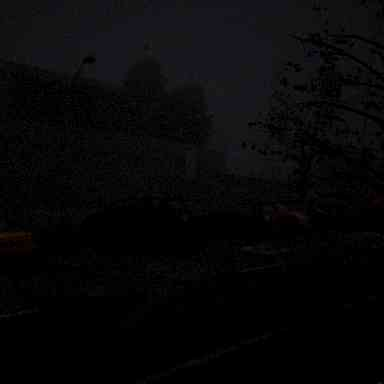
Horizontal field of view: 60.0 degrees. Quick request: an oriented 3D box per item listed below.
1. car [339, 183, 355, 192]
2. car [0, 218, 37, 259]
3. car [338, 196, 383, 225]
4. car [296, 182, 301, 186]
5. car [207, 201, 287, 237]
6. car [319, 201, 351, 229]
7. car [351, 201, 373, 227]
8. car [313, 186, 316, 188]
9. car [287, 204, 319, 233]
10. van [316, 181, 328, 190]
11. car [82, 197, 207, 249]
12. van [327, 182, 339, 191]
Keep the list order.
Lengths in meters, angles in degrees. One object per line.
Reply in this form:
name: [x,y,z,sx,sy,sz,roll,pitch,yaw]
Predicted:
car: [35.034,-0.766,73.947,2.231,1.521,4.892,7,3,35]
car: [-7.471,1.491,11.418,5.366,1.575,1.946,-1,-1,35]
car: [12.213,1.306,25.259,5.566,2.045,2.435,-1,-1,35]
car: [28.145,-1.817,83.836,2.002,1.452,4.674,7,3,35]
car: [2.484,1.380,18.260,4.553,1.767,2.185,-1,-1,35]
car: [7.346,1.530,21.768,4.892,1.521,2.231,-1,-1,35]
car: [9.767,1.572,23.514,4.792,1.488,2.163,-1,-1,35]
car: [29.975,-1.585,81.515,1.946,1.575,5.366,7,3,35]
car: [4.880,1.391,20.043,4.553,1.767,2.185,-1,-1,35]
van: [31.549,-1.538,78.783,1.878,1.987,4.442,7,3,35]
car: [-2.457,1.243,14.810,5.566,2.045,2.435,-1,-1,35]
van: [33.276,-1.265,76.311,1.878,1.987,4.442,7,3,35]
